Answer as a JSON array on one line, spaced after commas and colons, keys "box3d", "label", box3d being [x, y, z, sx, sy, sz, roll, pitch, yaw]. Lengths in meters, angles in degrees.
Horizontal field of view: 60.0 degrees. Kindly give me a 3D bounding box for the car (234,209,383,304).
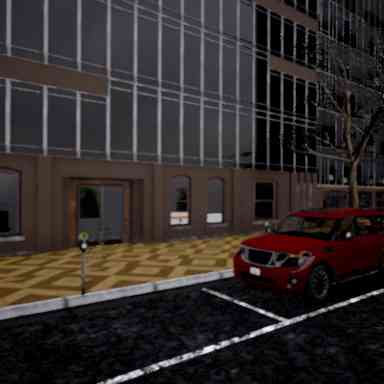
[{"box3d": [3.392, 1.388, 8.524, 5.009, 1.841, 2.192, 1, 0, -36], "label": "car"}]
